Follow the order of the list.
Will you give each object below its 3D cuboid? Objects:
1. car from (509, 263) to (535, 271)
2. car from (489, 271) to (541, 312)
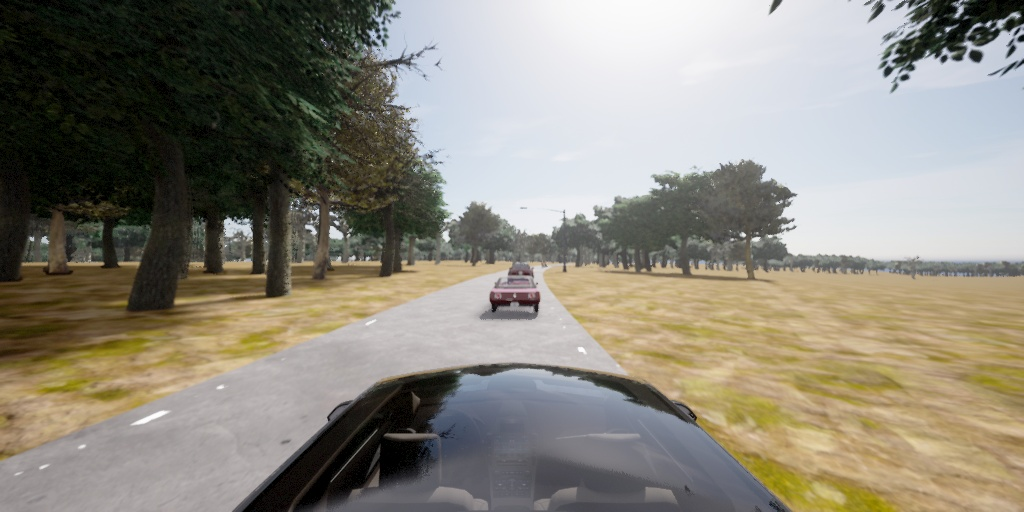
[{"bbox_3d":[0.804,1.351,30.157,2.097,1.767,4.553,0,-1,4],"label":"car"},{"bbox_3d":[0.177,1.474,15.049,1.895,1.301,4.718,0,0,2],"label":"car"}]
